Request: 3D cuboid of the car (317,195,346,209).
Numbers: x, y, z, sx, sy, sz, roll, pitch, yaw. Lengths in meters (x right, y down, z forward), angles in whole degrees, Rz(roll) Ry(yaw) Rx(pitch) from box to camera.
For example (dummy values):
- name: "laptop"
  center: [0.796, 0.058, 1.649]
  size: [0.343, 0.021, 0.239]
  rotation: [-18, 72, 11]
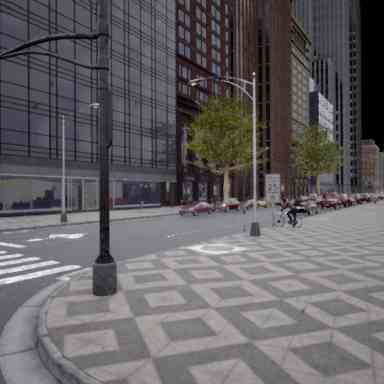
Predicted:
- name: "car"
  center: [17.097, 1.376, 40.796]
  size: [1.887, 1.381, 4.507]
  rotation: [0, 0, 35]

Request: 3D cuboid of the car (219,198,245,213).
- name: "car"
  center: [3.684, 1.365, 36.340]
  size: [1.967, 1.590, 4.097]
  rotation: [0, 0, 35]

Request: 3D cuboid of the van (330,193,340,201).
- name: "van"
  center: [35.647, 1.184, 82.803]
  size: [1.690, 1.788, 3.998]
  rotation: [-1, 0, 35]

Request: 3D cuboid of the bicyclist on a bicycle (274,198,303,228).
- name: "bicyclist on a bicycle"
  center: [5.277, 1.177, 18.388]
  size: [1.656, 1.620, 0.582]
  rotation: [-1, 0, 35]

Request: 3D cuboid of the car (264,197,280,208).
- name: "car"
  center: [9.981, 1.424, 45.492]
  size: [1.752, 1.417, 4.829]
  rotation: [0, 0, 35]

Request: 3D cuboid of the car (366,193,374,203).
- name: "car"
  center: [33.077, 1.098, 64.024]
  size: [2.192, 1.841, 5.009]
  rotation: [0, 0, 35]

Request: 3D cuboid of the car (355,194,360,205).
- name: "car"
  center: [23.490, 1.377, 50.086]
  size: [1.947, 1.339, 4.313]
  rotation: [0, 0, 35]

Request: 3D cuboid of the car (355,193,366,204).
- name: "car"
  center: [26.685, 1.117, 54.733]
  size: [2.192, 1.841, 5.009]
  rotation: [0, 0, 35]

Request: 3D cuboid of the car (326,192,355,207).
- name: "car"
  center: [20.293, 1.136, 45.442]
  size: [2.192, 1.841, 5.009]
  rotation: [0, 0, 35]

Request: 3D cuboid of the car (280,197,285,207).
- name: "car"
  center: [13.275, 1.454, 50.279]
  size: [1.947, 1.339, 4.313]
  rotation: [0, 0, 35]

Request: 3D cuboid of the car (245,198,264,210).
- name: "car"
  center: [6.882, 1.493, 40.986]
  size: [1.802, 1.307, 4.206]
  rotation: [0, 0, 35]

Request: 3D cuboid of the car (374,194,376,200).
- name: "car"
  center: [36.370, 1.301, 68.809]
  size: [1.752, 1.417, 4.829]
  rotation: [0, 0, 35]

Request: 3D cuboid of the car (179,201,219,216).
- name: "car"
  center: [0.489, 1.523, 31.694]
  size: [1.802, 1.307, 4.206]
  rotation: [0, 0, 35]

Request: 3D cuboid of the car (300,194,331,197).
- name: "car"
  center: [16.527, 1.338, 44.502]
  size: [2.128, 1.511, 4.902]
  rotation: [-1, 0, 35]

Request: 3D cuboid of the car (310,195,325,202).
- name: "car"
  center: [26.061, 1.417, 68.864]
  size: [1.947, 1.339, 4.313]
  rotation: [0, 0, 35]

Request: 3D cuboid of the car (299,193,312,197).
- name: "car"
  center: [19.667, 1.414, 59.571]
  size: [1.887, 1.381, 4.507]
  rotation: [0, 0, 35]

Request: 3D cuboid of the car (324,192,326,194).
- name: "car"
  center: [22.214, 1.050, 52.768]
  size: [2.150, 2.045, 5.566]
  rotation: [-1, 0, 35]

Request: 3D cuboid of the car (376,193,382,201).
- name: "car"
  center: [42.666, 1.358, 77.959]
  size: [1.802, 1.307, 4.206]
  rotation: [-1, 0, 35]

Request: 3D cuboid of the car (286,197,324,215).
- name: "car"
  center: [10.706, 1.423, 31.504]
  size: [1.947, 1.339, 4.313]
  rotation: [0, 0, 35]
